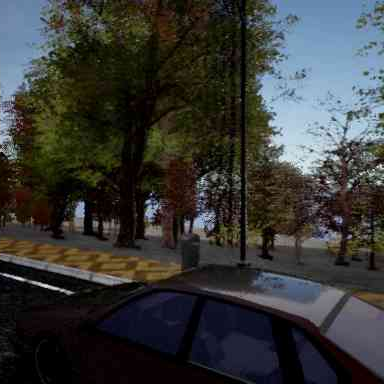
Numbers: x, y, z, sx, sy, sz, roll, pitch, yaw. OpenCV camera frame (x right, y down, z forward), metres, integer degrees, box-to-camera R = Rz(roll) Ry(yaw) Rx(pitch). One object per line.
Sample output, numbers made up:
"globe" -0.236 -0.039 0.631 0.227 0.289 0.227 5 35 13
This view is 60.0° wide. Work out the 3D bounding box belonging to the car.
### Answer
"car" 0.286 1.551 3.463 5.357 1.411 2.033 0 0 35
